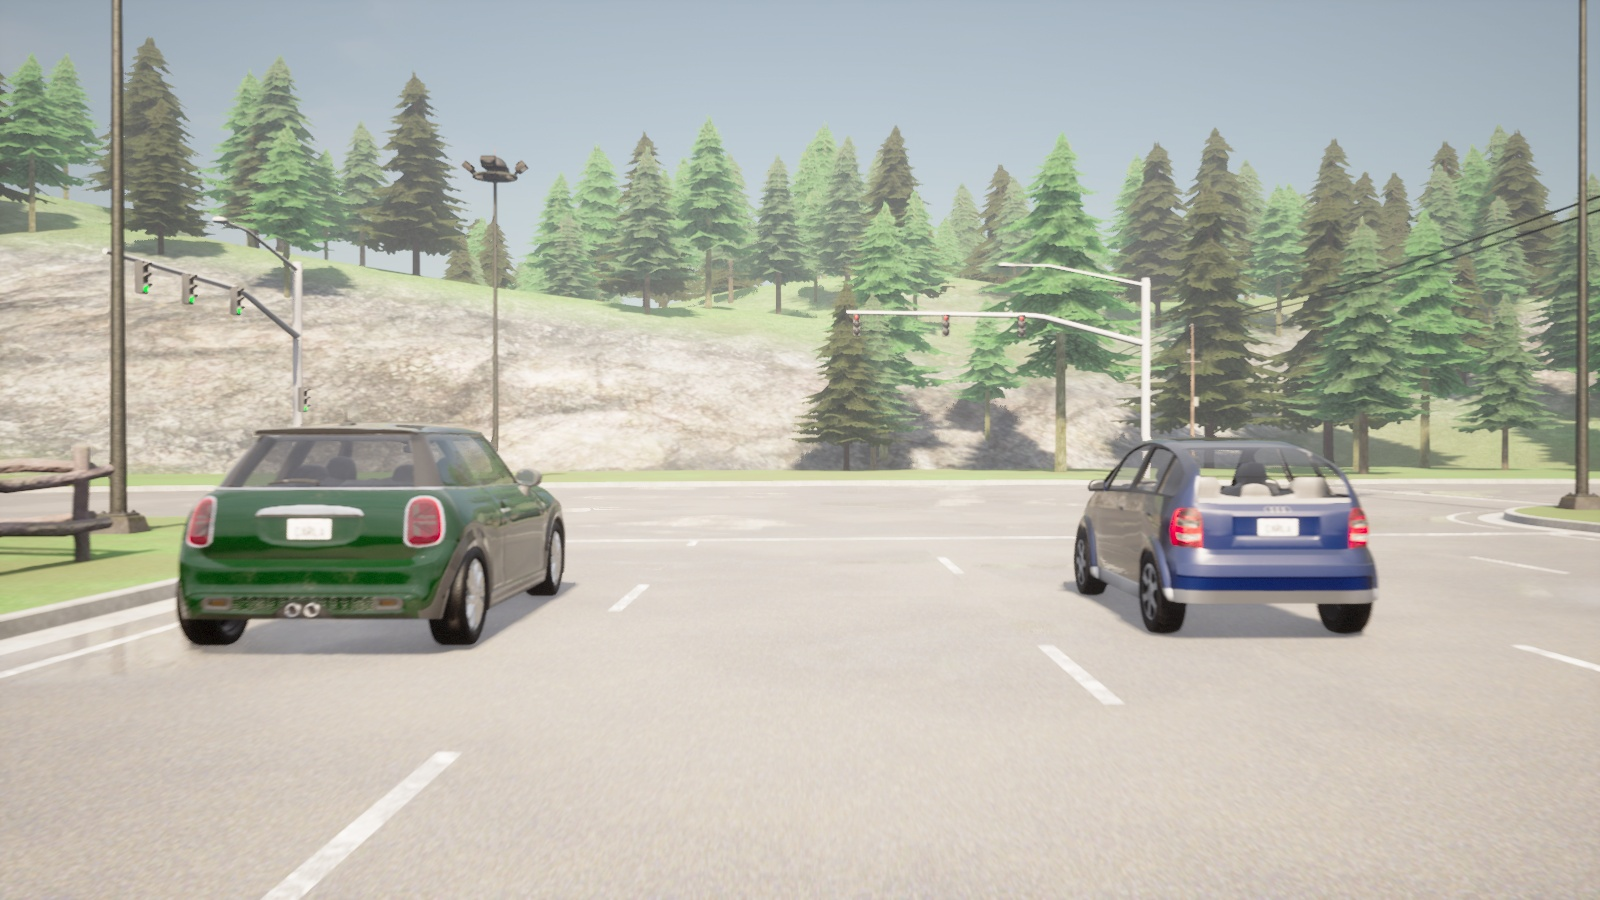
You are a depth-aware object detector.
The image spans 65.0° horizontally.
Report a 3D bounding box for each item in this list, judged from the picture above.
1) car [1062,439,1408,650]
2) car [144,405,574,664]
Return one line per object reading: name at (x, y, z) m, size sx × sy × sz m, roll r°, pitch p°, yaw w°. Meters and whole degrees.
car at (3.578, 0.682, 11.070) m, size 1.789 × 1.549 × 3.705 m, roll 0°, pitch 0°, yaw 0°
car at (-3.423, 0.559, 10.849) m, size 2.097 × 1.767 × 4.553 m, roll 0°, pitch 0°, yaw 0°
